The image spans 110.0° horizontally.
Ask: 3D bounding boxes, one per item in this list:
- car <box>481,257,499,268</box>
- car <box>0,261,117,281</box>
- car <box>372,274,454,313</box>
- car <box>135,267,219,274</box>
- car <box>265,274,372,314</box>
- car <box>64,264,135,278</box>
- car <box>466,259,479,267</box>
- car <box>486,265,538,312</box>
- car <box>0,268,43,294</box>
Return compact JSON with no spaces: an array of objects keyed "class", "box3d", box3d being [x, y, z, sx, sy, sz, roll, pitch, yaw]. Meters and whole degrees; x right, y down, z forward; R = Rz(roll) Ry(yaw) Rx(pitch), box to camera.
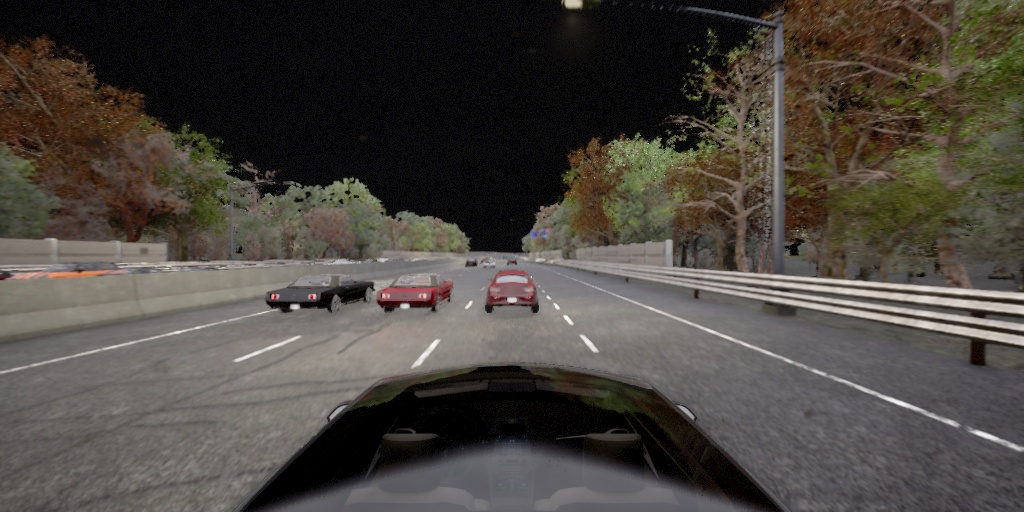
[{"class":"car","box3d":[-3.472,1.313,57.088,1.895,1.301,4.718,0,0,0]},{"class":"car","box3d":[-24.577,1.105,20.077,2.097,1.767,4.553,0,0,0]},{"class":"car","box3d":[-3.495,1.344,13.947,1.895,1.301,4.718,0,0,0]},{"class":"car","box3d":[-17.580,1.312,19.868,1.994,1.385,4.181,0,0,0]},{"class":"car","box3d":[-6.996,1.347,13.789,1.895,1.301,4.718,0,0,0]},{"class":"car","box3d":[-21.079,1.314,19.871,1.994,1.385,4.181,0,0,0]},{"class":"car","box3d":[-6.969,1.189,63.036,1.882,1.535,5.008,0,0,0]},{"class":"car","box3d":[0.005,1.267,14.040,1.812,1.442,4.674,0,0,0]},{"class":"car","box3d":[-28.084,1.357,18.398,1.895,1.301,4.718,0,0,0]}]
